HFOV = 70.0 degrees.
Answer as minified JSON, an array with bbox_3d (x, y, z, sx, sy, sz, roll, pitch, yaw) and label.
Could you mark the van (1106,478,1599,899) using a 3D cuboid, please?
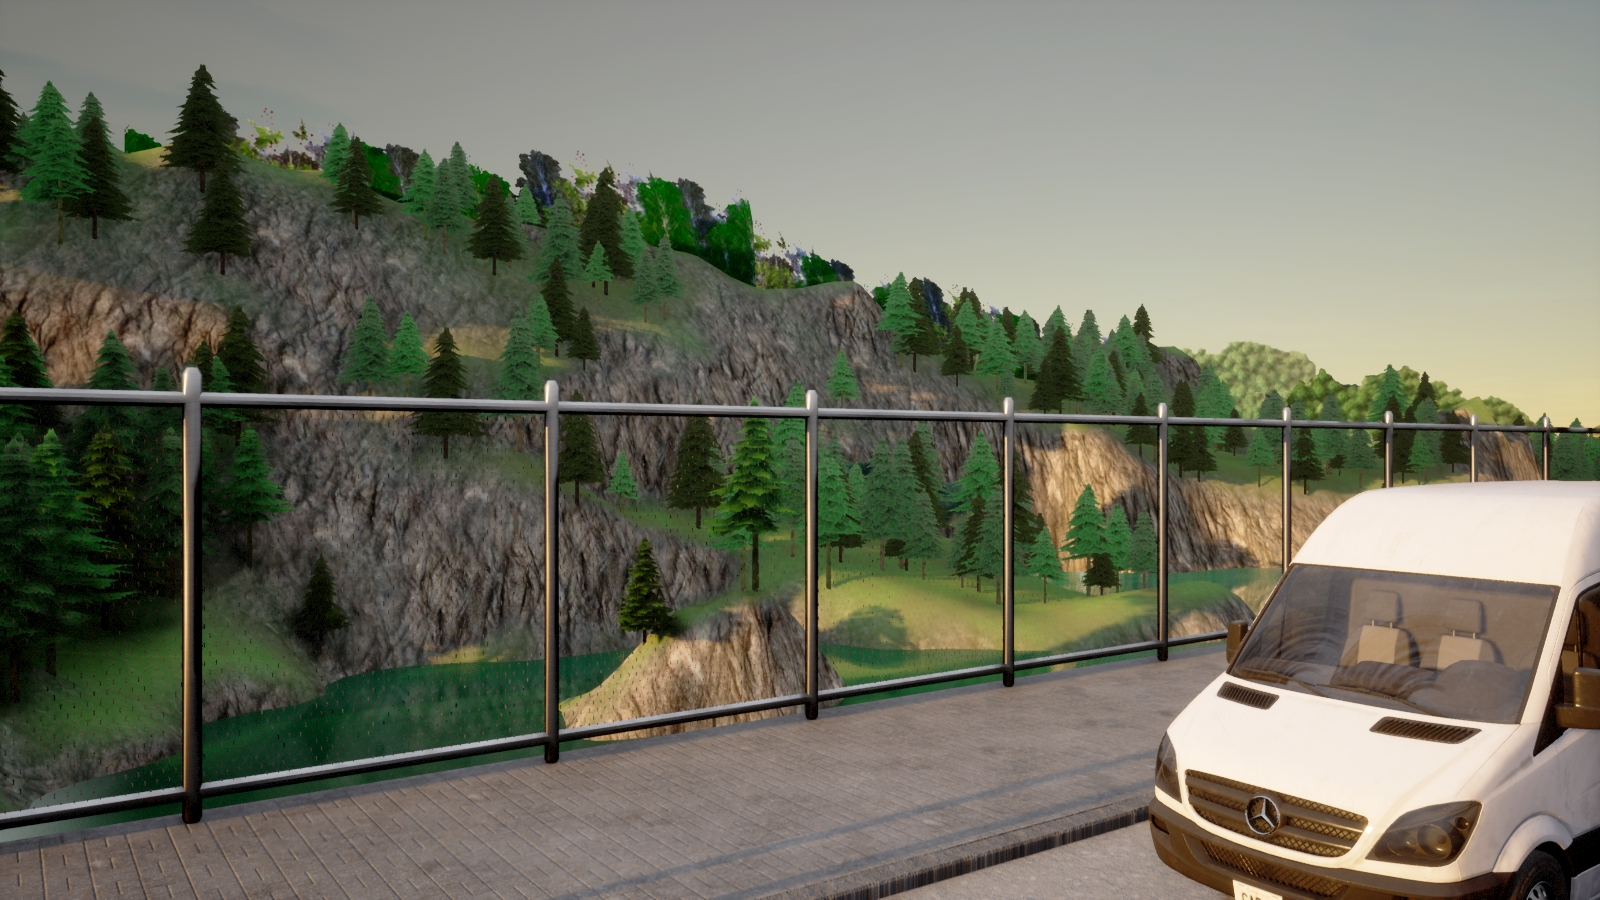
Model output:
[{"bbox_3d":[4.843,1.531,7.777,5.915,2.561,1.988,0,0,-35],"label":"van"}]
